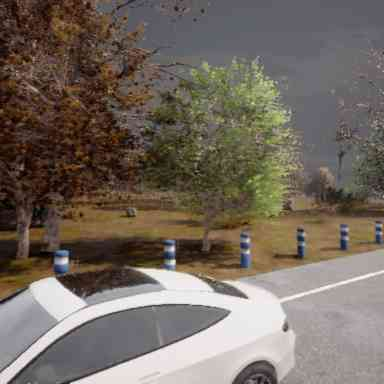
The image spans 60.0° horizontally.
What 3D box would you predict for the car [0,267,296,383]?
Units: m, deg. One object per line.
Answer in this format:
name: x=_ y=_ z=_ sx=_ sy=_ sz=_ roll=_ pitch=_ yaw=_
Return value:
car: x=-1.018 y=1.517 z=2.935 sx=4.674 sy=1.442 sz=1.812 roll=0 pitch=0 yaw=-35
